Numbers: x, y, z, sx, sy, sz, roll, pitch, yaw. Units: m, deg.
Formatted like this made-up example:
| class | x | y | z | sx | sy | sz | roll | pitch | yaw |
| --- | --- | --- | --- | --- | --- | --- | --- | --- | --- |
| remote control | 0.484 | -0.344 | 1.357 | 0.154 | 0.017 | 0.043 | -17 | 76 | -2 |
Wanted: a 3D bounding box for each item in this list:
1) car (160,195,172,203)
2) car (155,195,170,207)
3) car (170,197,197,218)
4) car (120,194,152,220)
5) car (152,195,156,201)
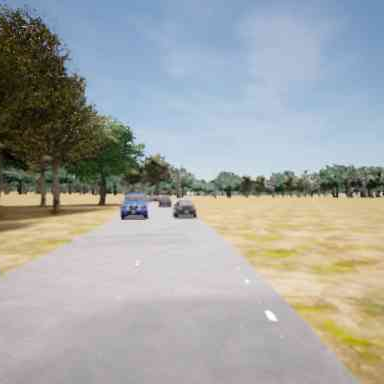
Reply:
| class | x | y | z | sx | sy | sz | roll | pitch | yaw |
| --- | --- | --- | --- | --- | --- | --- | --- | --- | --- |
| car | -5.099 | 1.324 | 65.358 | 1.882 | 1.535 | 5.008 | -1 | 0 | 0 |
| car | -3.879 | 1.371 | 48.186 | 2.128 | 1.511 | 4.902 | -1 | 0 | -6 |
| car | -0.672 | 1.419 | 29.103 | 1.812 | 1.442 | 4.674 | 0 | 0 | -7 |
| car | -4.792 | 1.168 | 28.307 | 2.150 | 2.045 | 5.566 | 0 | 0 | -6 |
| car | -8.058 | 1.335 | 70.231 | 1.882 | 1.535 | 5.008 | -1 | 0 | 0 |
